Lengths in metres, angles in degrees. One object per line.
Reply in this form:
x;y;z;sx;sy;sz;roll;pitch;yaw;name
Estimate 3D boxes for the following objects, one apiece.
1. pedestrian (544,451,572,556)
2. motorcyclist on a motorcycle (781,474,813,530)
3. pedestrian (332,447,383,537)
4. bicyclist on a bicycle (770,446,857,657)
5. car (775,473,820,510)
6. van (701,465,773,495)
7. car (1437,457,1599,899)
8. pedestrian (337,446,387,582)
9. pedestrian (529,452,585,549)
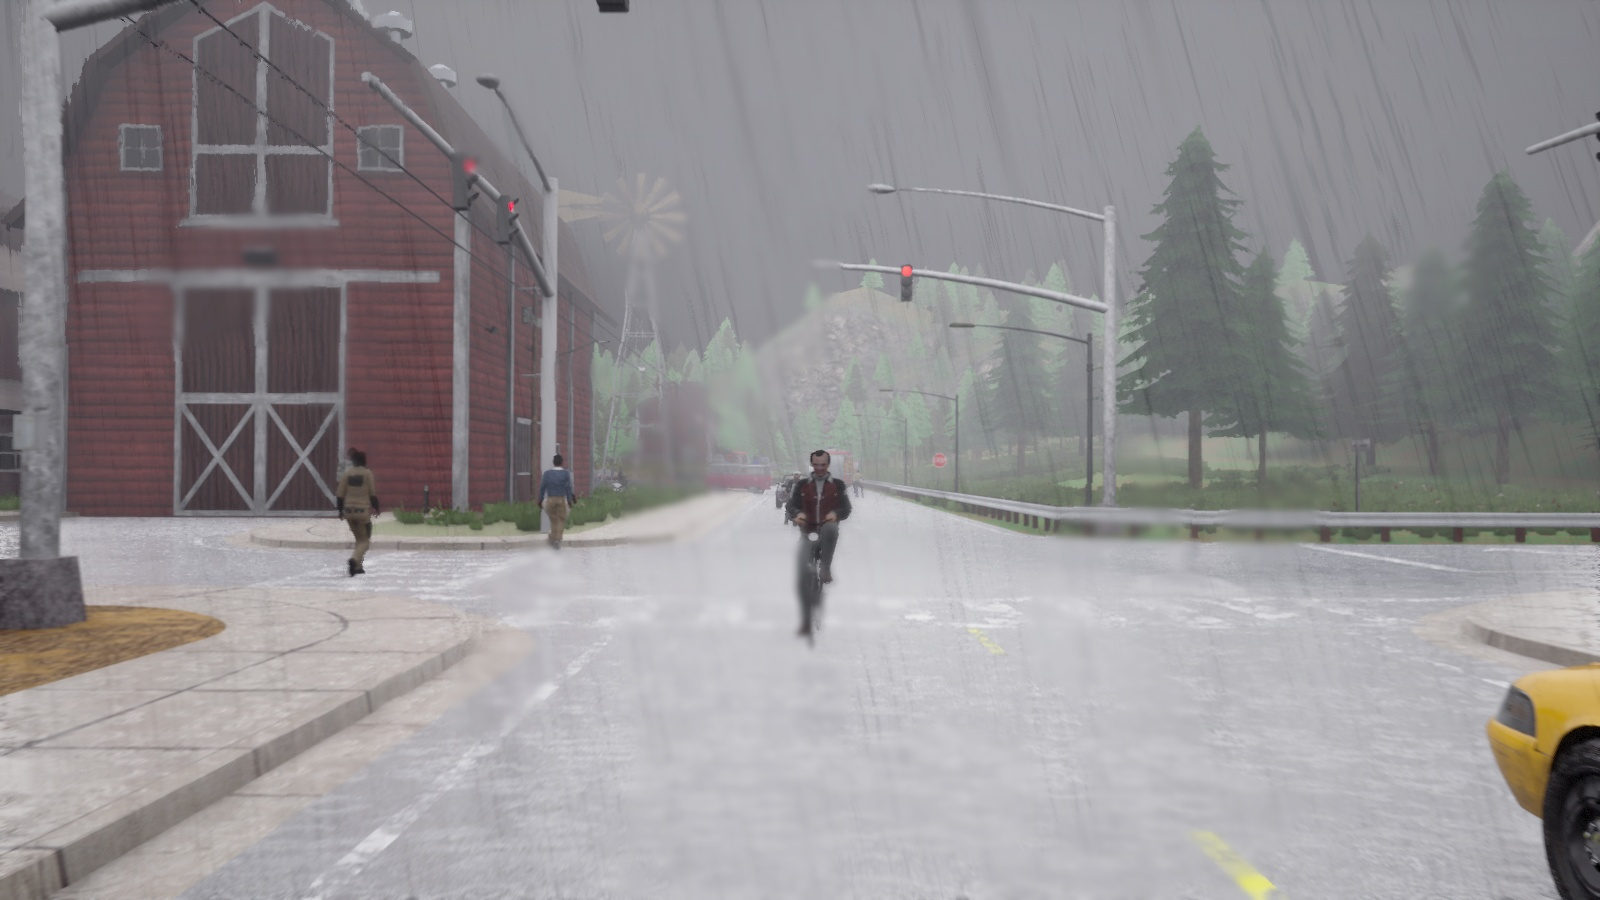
-4.570;1.002;23.750;0.423;1.949;0.788;0;-1;-4;pedestrian
-0.078;1.448;35.727;0.866;1.530;2.191;0;-1;0;motorcyclist on a motorcycle
-9.408;0.879;26.674;0.874;1.855;0.900;0;-1;-30;pedestrian
0.158;0.878;11.539;0.659;1.776;1.843;0;-1;5;bicyclist on a bicycle
-0.116;1.715;52.912;1.816;1.474;4.193;0;-1;0;car
-4.205;1.987;83.810;4.442;1.987;1.775;0;-1;14;van
3.496;0.780;2.397;1.801;1.575;5.366;0;-1;0;car
-6.345;0.921;18.228;0.396;1.930;0.692;0;-1;10;pedestrian
-4.716;0.973;24.390;0.874;1.855;0.900;0;-1;4;pedestrian
